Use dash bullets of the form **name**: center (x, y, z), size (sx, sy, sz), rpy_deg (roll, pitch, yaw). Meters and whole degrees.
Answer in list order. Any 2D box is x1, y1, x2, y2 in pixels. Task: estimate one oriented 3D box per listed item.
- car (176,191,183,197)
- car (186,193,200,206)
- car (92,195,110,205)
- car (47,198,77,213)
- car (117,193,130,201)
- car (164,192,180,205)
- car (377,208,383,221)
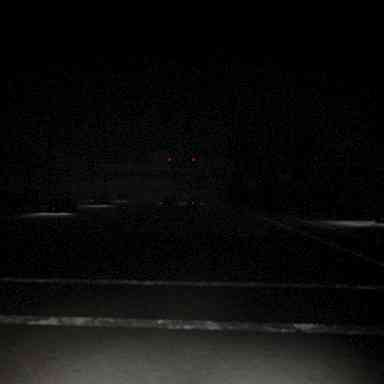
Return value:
- **car**: center (-3.452, 0.390, 87.593), size (2.097, 1.767, 4.553), rpy_deg (0, 1, 0)
- **car**: center (0.129, 1.295, 48.771), size (1.812, 1.442, 4.674), rpy_deg (0, 1, 0)
- **car**: center (-14.052, 1.238, 51.511), size (1.837, 1.490, 4.892), rpy_deg (0, 1, 0)
- **car**: center (-14.077, 1.405, 36.236), size (1.837, 1.490, 4.892), rpy_deg (0, 0, 0)
- **car**: center (-13.963, 1.008, 67.796), size (2.033, 1.411, 5.357), rpy_deg (0, 1, 0)
- **car**: center (-3.370, 1.192, 52.902), size (1.882, 1.535, 5.008), rpy_deg (0, 1, 0)
- **car**: center (15.845, 1.319, 23.816), size (4.553, 1.767, 2.097), rpy_deg (0, 0, -1)
